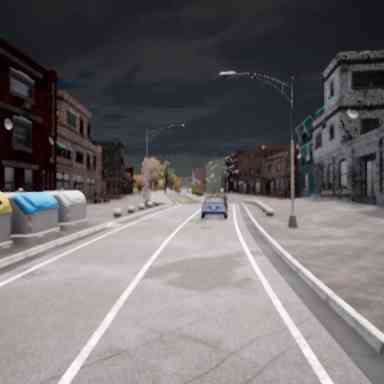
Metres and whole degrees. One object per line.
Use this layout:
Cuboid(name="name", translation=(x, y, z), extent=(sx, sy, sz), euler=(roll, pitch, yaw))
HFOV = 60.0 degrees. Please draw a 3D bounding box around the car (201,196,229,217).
Cuboid(name="car", translation=(1.696, 1.015, 24.229), extent=(2.033, 1.411, 5.357), euler=(0, 1, 6))
